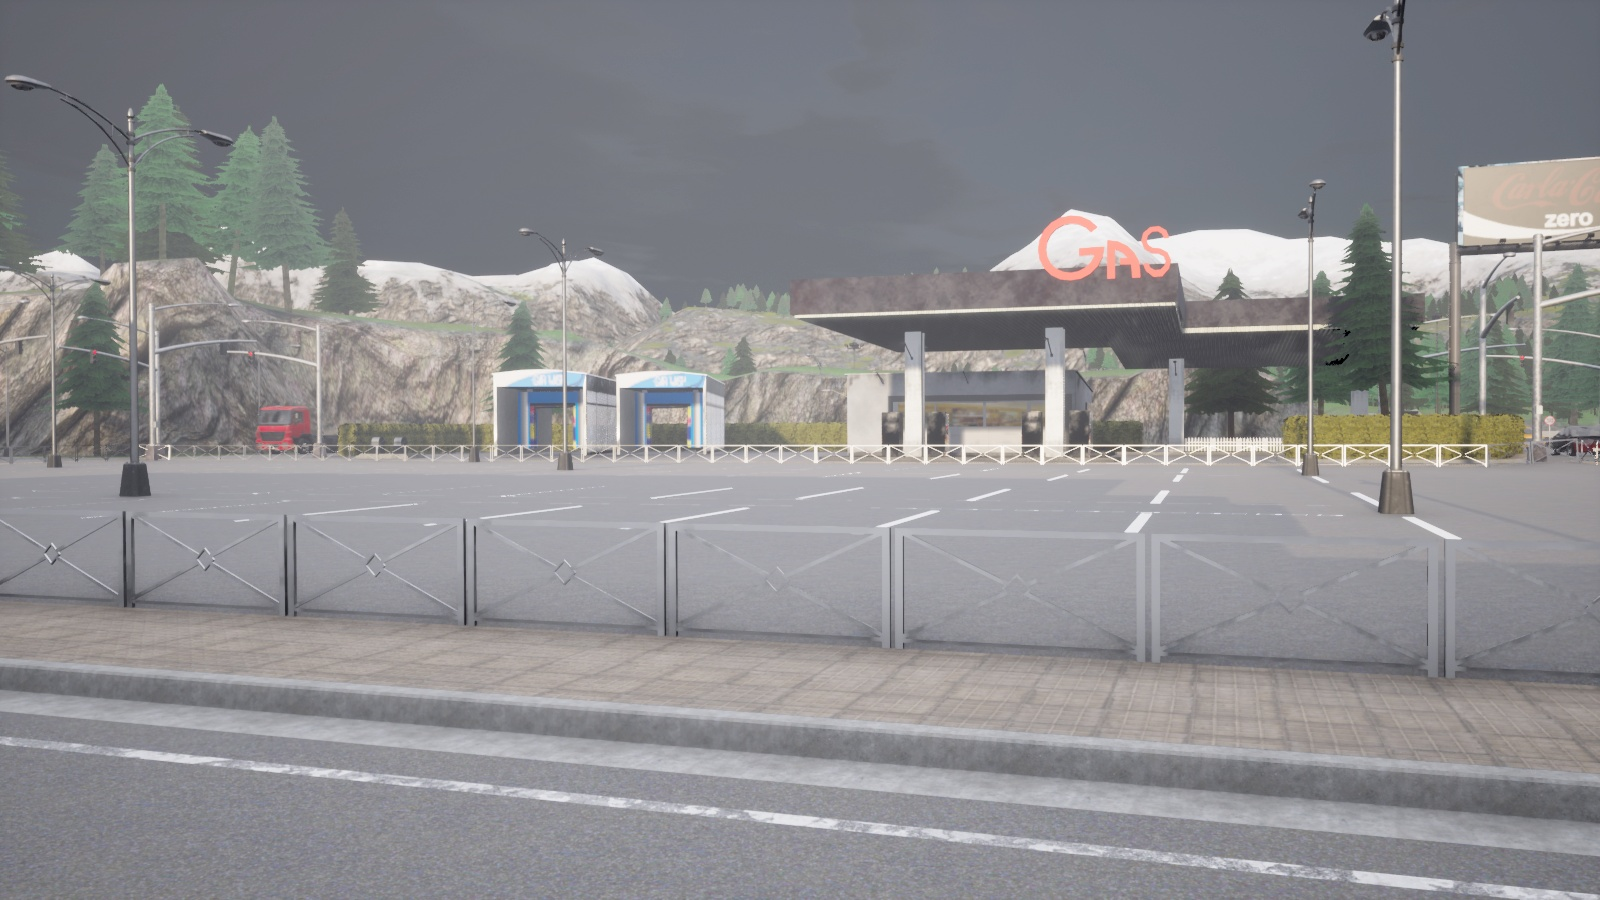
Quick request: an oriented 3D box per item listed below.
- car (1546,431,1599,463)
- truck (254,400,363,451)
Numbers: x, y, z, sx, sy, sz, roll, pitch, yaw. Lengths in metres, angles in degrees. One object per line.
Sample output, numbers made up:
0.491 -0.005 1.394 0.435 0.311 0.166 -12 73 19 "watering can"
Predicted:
37.514 -0.163 60.072 2.163 1.488 4.792 0 1 19 "car"
-34.841 -1.700 89.403 2.891 3.462 7.936 1 1 18 "truck"
